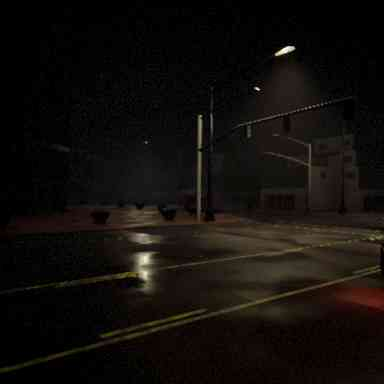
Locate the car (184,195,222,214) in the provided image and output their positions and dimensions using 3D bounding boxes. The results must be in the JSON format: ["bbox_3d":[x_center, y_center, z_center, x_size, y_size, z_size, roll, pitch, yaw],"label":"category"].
[{"bbox_3d":[1.195,1.424,39.458,2.150,2.045,5.566,1,-1,-35],"label":"car"}]

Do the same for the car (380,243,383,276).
[{"bbox_3d":[6.884,1.546,8.684,5.008,1.535,1.882,1,0,-35],"label":"car"}]
